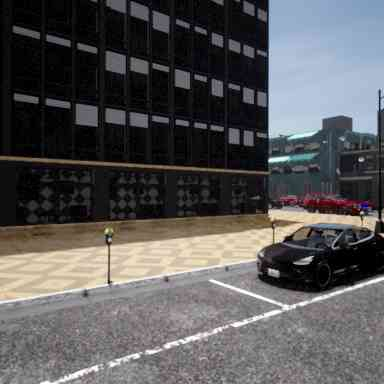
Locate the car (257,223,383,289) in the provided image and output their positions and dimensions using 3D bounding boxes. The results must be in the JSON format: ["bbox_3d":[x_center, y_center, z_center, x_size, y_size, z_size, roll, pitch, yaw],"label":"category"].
[{"bbox_3d":[3.725,1.565,9.213,4.313,1.339,1.947,0,0,-36],"label":"car"}]

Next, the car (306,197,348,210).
[{"bbox_3d":[15.711,1.336,38.801,1.802,1.307,4.206,1,0,-36],"label":"car"}]

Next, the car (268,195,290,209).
[{"bbox_3d":[8.562,1.181,38.739,1.837,1.490,4.892,0,0,-36],"label":"car"}]

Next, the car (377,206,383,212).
[{"bbox_3d":[18.995,1.367,34.333,1.887,1.381,4.507,1,0,-36],"label":"car"}]

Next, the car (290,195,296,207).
[{"bbox_3d":[12.428,1.126,43.272,1.967,1.590,4.097,1,0,-36],"label":"car"}]

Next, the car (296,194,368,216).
[{"bbox_3d":[12.247,1.098,29.371,2.192,1.841,5.009,1,0,-36],"label":"car"}]

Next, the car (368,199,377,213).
[{"bbox_3d":[14.209,1.318,31.047,1.812,1.442,4.674,0,1,-38],"label":"car"}]
